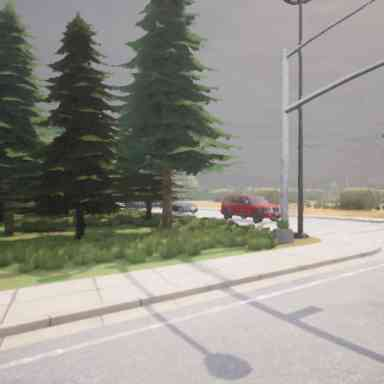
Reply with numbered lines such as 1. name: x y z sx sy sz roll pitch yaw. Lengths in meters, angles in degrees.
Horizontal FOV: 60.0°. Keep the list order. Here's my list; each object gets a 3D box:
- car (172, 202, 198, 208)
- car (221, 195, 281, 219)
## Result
1. car: -1.248 1.509 34.816 2.128 1.511 4.902 0 0 -34
2. car: 4.589 1.239 26.308 2.150 2.045 5.566 0 0 -34
